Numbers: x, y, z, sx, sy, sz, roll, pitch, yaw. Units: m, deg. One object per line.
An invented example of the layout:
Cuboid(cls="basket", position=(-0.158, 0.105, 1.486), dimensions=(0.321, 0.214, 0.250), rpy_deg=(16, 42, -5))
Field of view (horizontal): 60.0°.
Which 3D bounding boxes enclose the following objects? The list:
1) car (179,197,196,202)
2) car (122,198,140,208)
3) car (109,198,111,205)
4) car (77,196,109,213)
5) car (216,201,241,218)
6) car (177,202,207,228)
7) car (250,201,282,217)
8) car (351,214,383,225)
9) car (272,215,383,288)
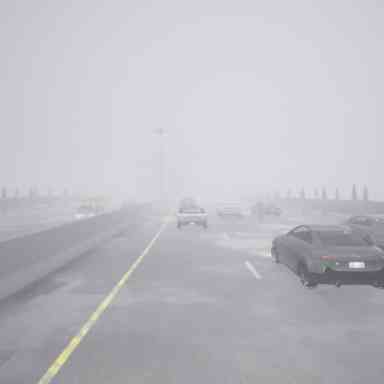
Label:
Cuboid(cls="car", position=(-0.531, 1.354, 40.647), dimensions=(2.097, 1.767, 4.553), rpy_deg=(0, 0, -2))
Cuboid(cls="car", position=(-7.777, 1.527, 42.792), dimensions=(1.812, 1.442, 4.674), rpy_deg=(0, 0, -1))
Cuboid(cls="car", position=(-15.141, 1.508, 56.686), dimensions=(1.837, 1.490, 4.892), rpy_deg=(0, 0, -1))
Cuboid(cls="car", position=(-11.115, 1.354, 36.891), dimensions=(2.097, 1.767, 4.553), rpy_deg=(0, 0, -2))
Cuboid(cls="car", position=(3.253, 1.527, 30.121), dimensions=(1.812, 1.442, 4.674), rpy_deg=(0, 0, -2))
Cuboid(cls="car", position=(-0.037, 1.602, 22.205), dimensions=(1.895, 1.301, 4.718), rpy_deg=(0, 0, -1))
Cuboid(cls="car", position=(6.754, 1.549, 30.790), dimensions=(2.033, 1.411, 5.357), rpy_deg=(0, 0, -2))
Cuboid(cls="car", position=(7.081, 1.565, 13.019), dimensions=(1.994, 1.385, 4.181), rpy_deg=(0, 0, 0))
Cuboid(cls="car", position=(3.598, 1.564, 9.272), dimensions=(1.994, 1.385, 4.181), rpy_deg=(0, 0, 0))
